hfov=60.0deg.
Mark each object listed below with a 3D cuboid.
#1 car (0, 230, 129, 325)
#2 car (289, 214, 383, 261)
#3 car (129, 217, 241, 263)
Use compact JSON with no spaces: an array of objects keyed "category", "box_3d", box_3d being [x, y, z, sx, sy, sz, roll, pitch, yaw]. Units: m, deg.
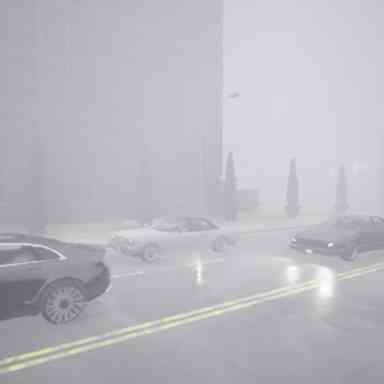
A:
[{"category":"car","box_3d":[-3.810,1.494,5.547,4.902,1.511,2.128,0,0,-35]},{"category":"car","box_3d":[5.993,1.551,12.436,5.357,1.411,2.033,0,0,-35]},{"category":"car","box_3d":[-0.546,1.604,12.124,4.718,1.301,1.895,0,0,-35]}]
